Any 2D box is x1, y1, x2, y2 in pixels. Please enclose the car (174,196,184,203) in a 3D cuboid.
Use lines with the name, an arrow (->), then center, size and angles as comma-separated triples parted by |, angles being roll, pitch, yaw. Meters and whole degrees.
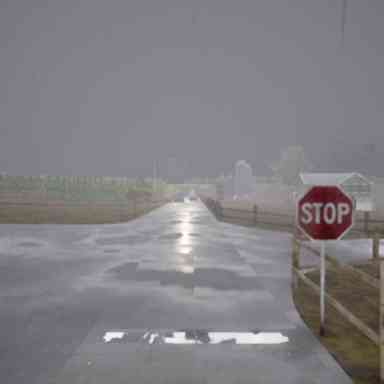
car -> -2.504, 1.414, 66.032 | 2.033, 1.411, 5.357 | 0, 0, 0

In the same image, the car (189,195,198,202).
car -> 0.269, 1.393, 72.245 | 2.033, 1.411, 5.357 | 0, 0, 0
